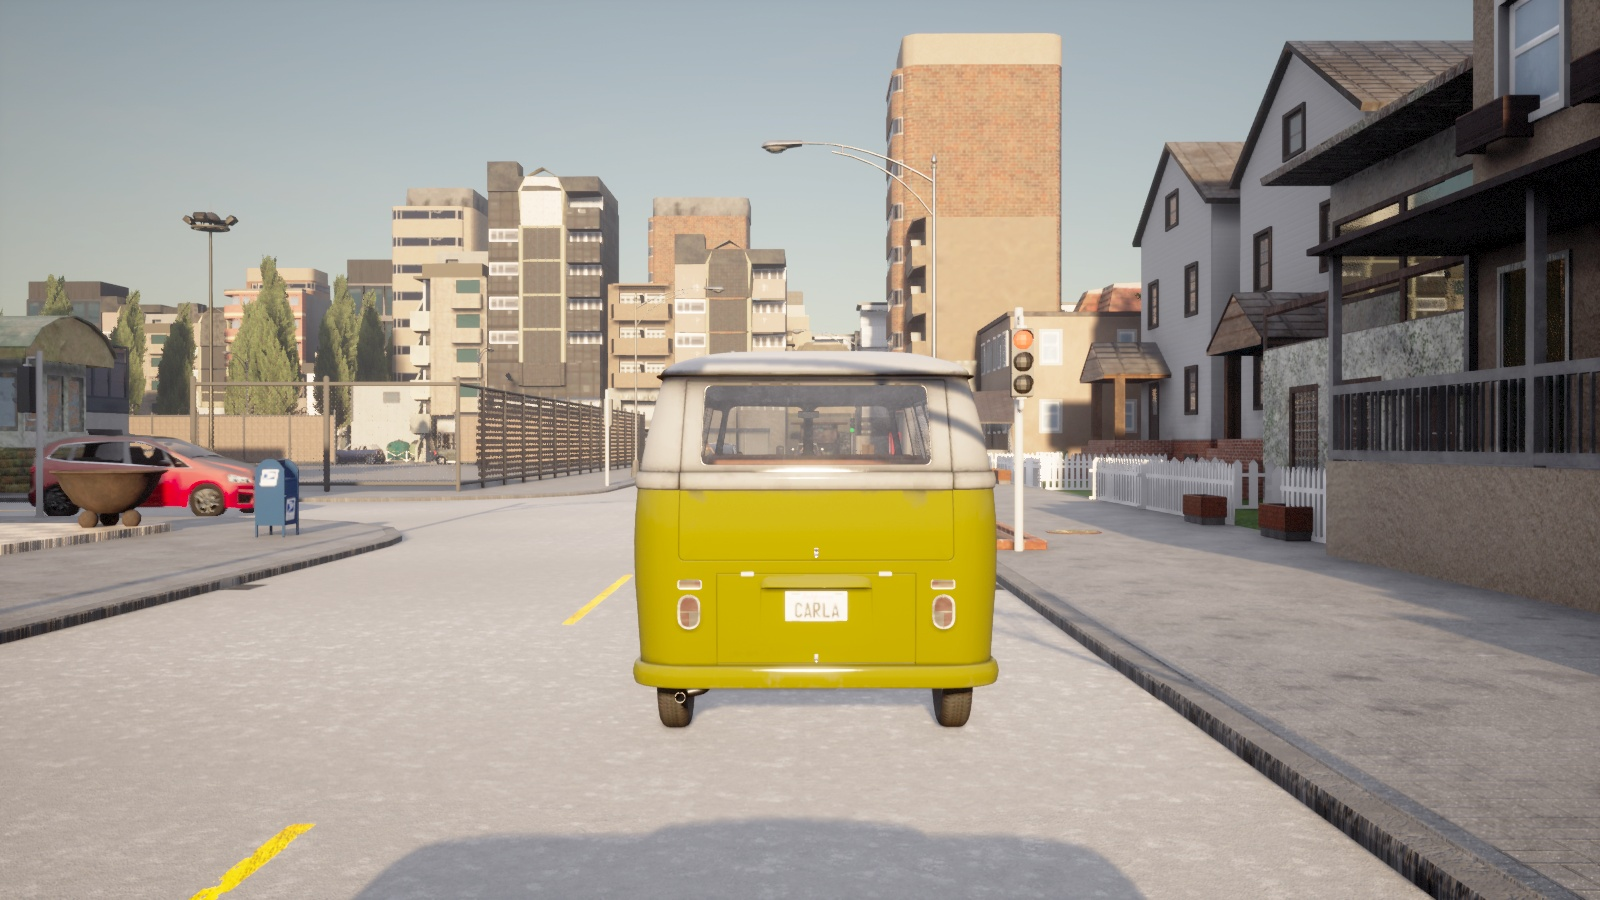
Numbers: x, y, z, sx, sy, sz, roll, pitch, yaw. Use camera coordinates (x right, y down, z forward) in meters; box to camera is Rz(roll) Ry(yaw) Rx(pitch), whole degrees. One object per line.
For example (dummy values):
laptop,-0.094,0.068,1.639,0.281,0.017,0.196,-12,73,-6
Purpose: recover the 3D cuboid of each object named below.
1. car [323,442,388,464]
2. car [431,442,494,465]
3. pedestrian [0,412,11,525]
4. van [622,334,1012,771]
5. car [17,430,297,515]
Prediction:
car,-30.965,0.193,87.498,3.806,1.475,1.970,0,0,0
car,-22.380,0.236,83.458,3.705,1.549,1.789,0,0,0
pedestrian,-14.222,0.317,21.811,0.788,1.949,0.423,0,0,-16
van,0.070,0.454,7.932,1.775,1.987,4.442,0,0,0
car,-13.110,0.434,25.835,4.611,1.667,2.242,0,0,0
